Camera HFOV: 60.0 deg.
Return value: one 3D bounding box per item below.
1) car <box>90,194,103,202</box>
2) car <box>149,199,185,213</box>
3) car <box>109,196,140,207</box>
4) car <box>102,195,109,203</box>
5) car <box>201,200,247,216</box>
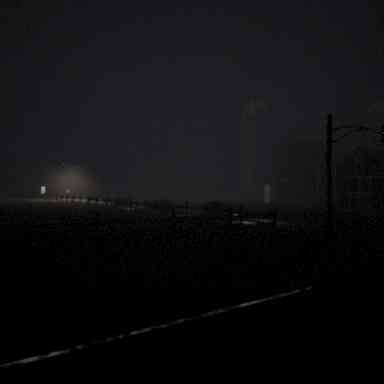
[{"bbox_3d":[-17.868,1.166,63.001,1.837,1.490,4.892,0,0,-36],"label":"car"},{"bbox_3d":[-2.946,1.484,37.421,2.033,1.411,5.357,0,0,-36],"label":"car"},{"bbox_3d":[-9.137,1.383,46.025,2.033,1.411,5.357,0,0,-36],"label":"car"},{"bbox_3d":[-13.003,1.344,56.275,1.895,1.301,4.718,0,0,-36],"label":"car"},{"bbox_3d":[2.774,1.533,29.482,1.837,1.490,4.892,0,0,-36],"label":"car"}]
